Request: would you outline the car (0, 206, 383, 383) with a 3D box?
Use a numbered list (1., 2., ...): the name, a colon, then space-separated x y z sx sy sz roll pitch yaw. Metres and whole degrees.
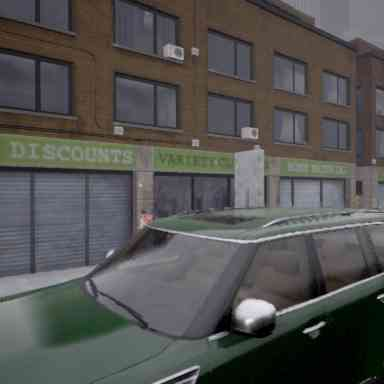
1. car: 0.396 1.221 3.402 5.566 2.045 2.150 0 0 -36
